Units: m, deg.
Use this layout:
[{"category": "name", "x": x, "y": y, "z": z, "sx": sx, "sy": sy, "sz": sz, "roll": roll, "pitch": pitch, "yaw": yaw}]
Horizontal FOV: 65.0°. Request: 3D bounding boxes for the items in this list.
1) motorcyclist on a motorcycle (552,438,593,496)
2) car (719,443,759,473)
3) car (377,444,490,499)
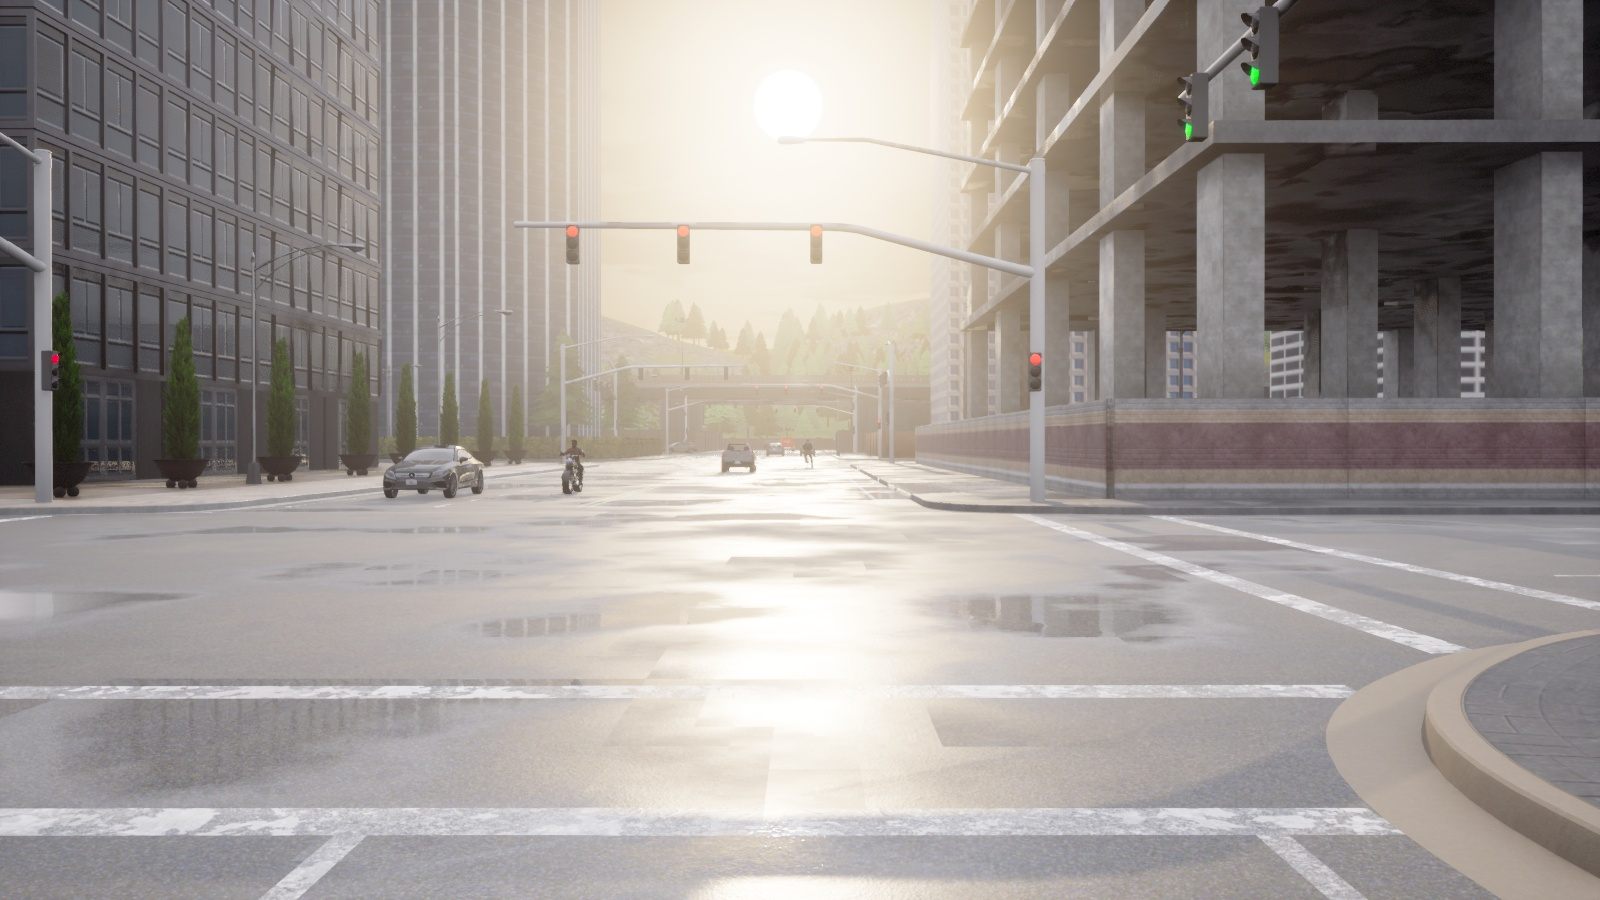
[{"category": "motorcyclist on a motorcycle", "x": -6.765, "y": 0.480, "z": 37.403, "sx": 0.766, "sy": 1.649, "sz": 2.350, "roll": 0, "pitch": 0, "yaw": 0}, {"category": "car", "x": -3.105, "y": 0.394, "z": 64.474, "sx": 1.845, "sy": 1.501, "sz": 3.633, "roll": 0, "pitch": 0, "yaw": 0}, {"category": "car", "x": -10.276, "y": 0.563, "z": 35.566, "sx": 1.812, "sy": 1.442, "sz": 4.674, "roll": 0, "pitch": 0, "yaw": 0}]
